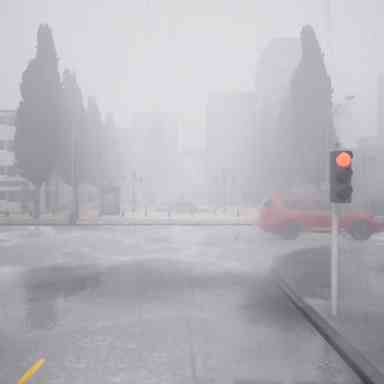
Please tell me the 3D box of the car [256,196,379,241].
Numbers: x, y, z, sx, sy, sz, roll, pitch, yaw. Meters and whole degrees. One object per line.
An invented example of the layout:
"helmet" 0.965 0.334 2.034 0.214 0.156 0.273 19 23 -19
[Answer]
"car" 5.955 1.221 16.170 5.566 2.045 2.150 0 0 0
